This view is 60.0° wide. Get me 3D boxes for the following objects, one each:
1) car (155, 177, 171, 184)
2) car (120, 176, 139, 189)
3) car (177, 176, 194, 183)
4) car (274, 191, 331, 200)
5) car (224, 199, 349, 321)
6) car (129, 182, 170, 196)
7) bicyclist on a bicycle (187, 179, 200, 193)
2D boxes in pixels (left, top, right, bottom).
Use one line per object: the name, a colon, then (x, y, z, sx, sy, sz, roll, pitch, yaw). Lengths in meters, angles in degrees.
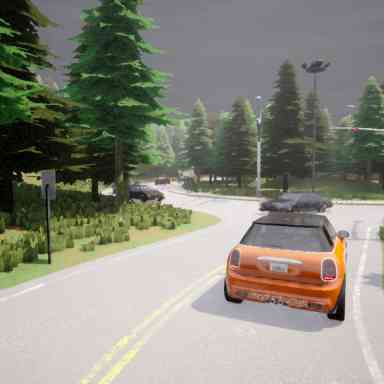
car: (-5.194, -2.032, 60.118, 1.882, 1.535, 5.008, 0, 4, 10)
car: (-9.503, -1.509, 51.072, 2.097, 1.767, 4.553, 0, 4, 0)
car: (-1.297, -2.678, 69.825, 1.812, 1.442, 4.674, 3, 5, 35)
car: (6.783, 0.689, 21.449, 5.357, 1.411, 2.033, -3, 5, -32)
car: (2.360, 1.241, 7.547, 2.097, 1.767, 4.553, 2, 2, 25)
car: (-4.520, 0.079, 30.804, 2.033, 1.411, 5.357, -3, 5, -35)
bicyclist on a bicycle: (0.161, -0.642, 37.309, 1.656, 1.620, 0.582, -3, 5, -28)
